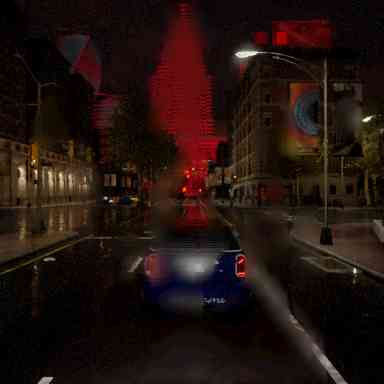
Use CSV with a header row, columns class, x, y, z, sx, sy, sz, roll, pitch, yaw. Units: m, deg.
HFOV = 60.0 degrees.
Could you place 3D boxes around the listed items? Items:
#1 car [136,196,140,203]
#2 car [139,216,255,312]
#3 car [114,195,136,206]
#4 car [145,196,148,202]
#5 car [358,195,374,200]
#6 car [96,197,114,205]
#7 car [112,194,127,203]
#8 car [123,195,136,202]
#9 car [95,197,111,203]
class,x,y,z,sx,sy,sz,roll,pitch,yaw
car,-11.306,1.478,65.873,1.882,1.535,5.008,0,0,1
car,0.100,1.352,7.891,2.097,1.767,4.553,0,0,0
car,-11.391,1.526,56.725,1.812,1.442,4.674,0,0,0
car,-11.243,1.553,75.746,1.994,1.385,4.181,0,0,0
car,34.678,1.481,68.615,2.231,1.521,4.892,0,0,0
car,-14.881,1.547,57.899,2.033,1.411,5.357,0,0,0
car,-14.770,1.352,68.009,2.097,1.767,4.553,0,0,0
car,-14.734,1.525,78.410,2.128,1.511,4.902,0,0,0
car,-18.021,1.595,67.401,1.895,1.301,4.718,0,0,0
